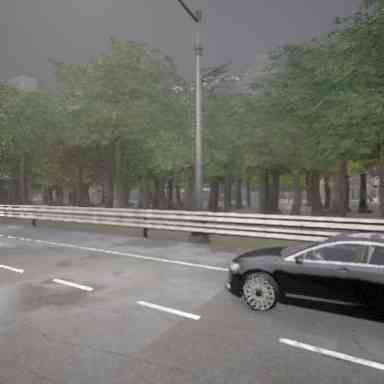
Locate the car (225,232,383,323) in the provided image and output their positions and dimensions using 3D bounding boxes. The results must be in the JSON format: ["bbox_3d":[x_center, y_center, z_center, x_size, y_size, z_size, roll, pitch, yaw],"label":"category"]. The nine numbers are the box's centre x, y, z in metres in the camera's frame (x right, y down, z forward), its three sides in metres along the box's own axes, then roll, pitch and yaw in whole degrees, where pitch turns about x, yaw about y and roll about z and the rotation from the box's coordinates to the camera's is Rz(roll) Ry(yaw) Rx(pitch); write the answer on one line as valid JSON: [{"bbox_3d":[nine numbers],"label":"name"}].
[{"bbox_3d":[2.965,1.492,6.054,4.902,1.511,2.128,0,0,36],"label":"car"}]
